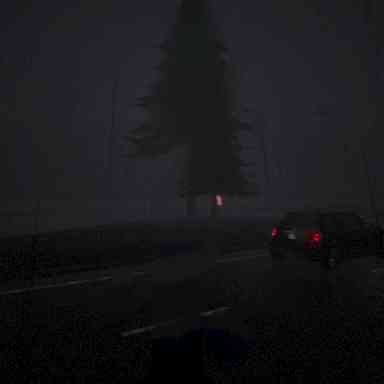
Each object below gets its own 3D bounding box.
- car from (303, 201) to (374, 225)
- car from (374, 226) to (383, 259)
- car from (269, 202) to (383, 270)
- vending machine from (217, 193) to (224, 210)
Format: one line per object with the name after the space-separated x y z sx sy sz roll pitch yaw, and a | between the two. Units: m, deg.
11.089 1.542 25.675 2.128 1.511 4.902 1 0 -22 | car
6.735 1.591 8.349 4.181 1.385 1.994 0 0 -34 | car
4.785 1.374 11.309 4.553 1.767 2.097 0 0 -35 | car
3.607 1.226 41.976 0.880 2.100 1.100 0 0 3 | vending machine
